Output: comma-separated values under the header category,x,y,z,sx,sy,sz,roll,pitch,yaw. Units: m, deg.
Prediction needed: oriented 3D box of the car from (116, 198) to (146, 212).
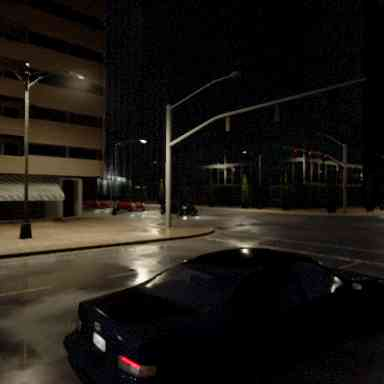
category,x,y,z,sx,sy,sz,roll,pitch,yaw
car,-7.899,1.598,42.987,2.097,1.767,4.553,1,0,-41

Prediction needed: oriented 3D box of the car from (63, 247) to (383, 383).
category,x,y,z,sx,sy,sz,roll,pitch,yaw
car,1.020,1.581,4.934,5.357,1.411,2.033,1,0,-39

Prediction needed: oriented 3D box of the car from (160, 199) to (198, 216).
category,x,y,z,sx,sy,sz,roll,pitch,yaw
car,-1.435,1.597,35.589,2.097,1.767,4.553,1,0,-41

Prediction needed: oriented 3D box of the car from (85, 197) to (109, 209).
category,x,y,z,sx,sy,sz,roll,pitch,yaw
car,-14.358,1.601,50.398,2.097,1.767,4.553,1,-1,-41
